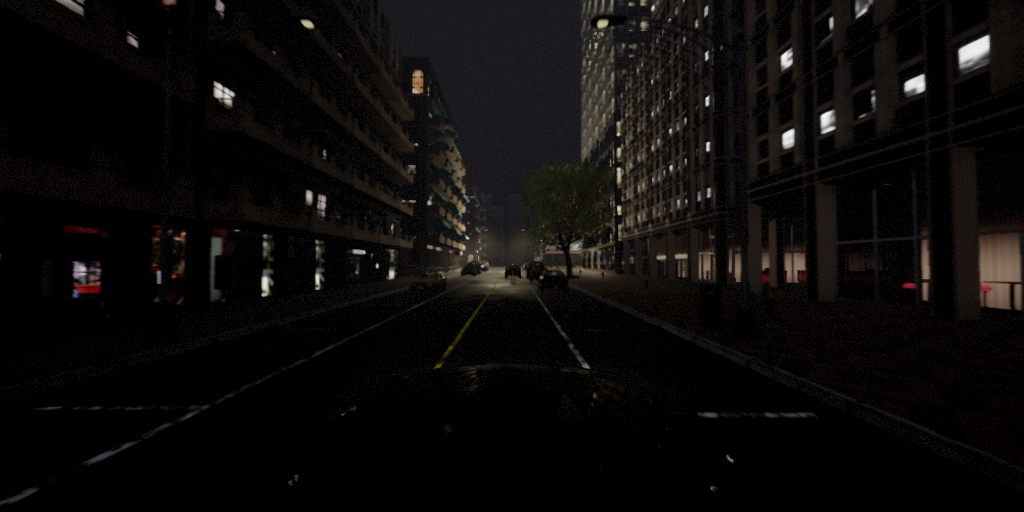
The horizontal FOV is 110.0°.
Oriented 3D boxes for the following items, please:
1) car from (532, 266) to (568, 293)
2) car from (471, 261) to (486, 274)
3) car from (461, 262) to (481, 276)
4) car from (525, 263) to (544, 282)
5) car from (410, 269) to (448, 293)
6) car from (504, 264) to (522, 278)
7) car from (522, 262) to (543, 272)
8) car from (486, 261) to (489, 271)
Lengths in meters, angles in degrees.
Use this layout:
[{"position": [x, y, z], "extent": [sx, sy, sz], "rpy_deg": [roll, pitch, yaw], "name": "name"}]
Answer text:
[{"position": [2.570, 1.567, 23.146], "extent": [2.007, 1.370, 4.403], "rpy_deg": [0, 0, 0], "name": "car"}, {"position": [-5.444, 1.690, 51.471], "extent": [2.192, 1.841, 5.009], "rpy_deg": [0, 0, 0], "name": "car"}, {"position": [-5.445, 1.869, 45.824], "extent": [1.948, 1.339, 4.313], "rpy_deg": [0, 0, 0], "name": "car"}, {"position": [2.573, 1.703, 34.448], "extent": [1.888, 1.381, 4.507], "rpy_deg": [0, 0, 0], "name": "car"}, {"position": [-5.278, 1.543, 23.070], "extent": [1.751, 1.417, 4.829], "rpy_deg": [0, 0, 0], "name": "car"}, {"position": [0.106, 1.743, 41.811], "extent": [2.128, 1.511, 4.902], "rpy_deg": [0, -1, 0], "name": "car"}, {"position": [2.608, 1.545, 40.100], "extent": [2.192, 1.841, 5.009], "rpy_deg": [0, 0, 0], "name": "car"}, {"position": [-5.442, 2.088, 62.763], "extent": [1.948, 1.339, 4.313], "rpy_deg": [0, 0, 0], "name": "car"}]
